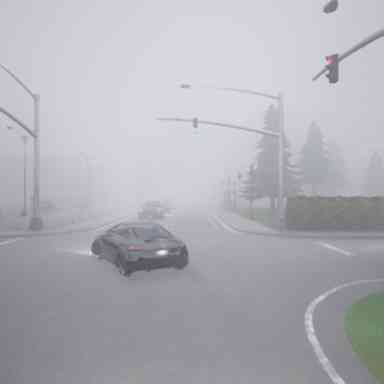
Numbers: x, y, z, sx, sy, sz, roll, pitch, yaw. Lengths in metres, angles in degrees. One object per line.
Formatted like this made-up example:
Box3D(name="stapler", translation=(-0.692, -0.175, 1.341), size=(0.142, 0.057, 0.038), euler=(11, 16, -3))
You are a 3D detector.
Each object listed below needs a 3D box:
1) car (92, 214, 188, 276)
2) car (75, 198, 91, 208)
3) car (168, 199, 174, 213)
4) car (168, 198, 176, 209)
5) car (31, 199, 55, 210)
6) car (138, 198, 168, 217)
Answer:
Box3D(name="car", translation=(-1.822, 1.647, 10.883), size=(1.994, 1.385, 4.181), euler=(1, -1, -30))
Box3D(name="car", translation=(-17.559, 1.779, 53.495), size=(1.845, 1.501, 3.633), euler=(0, 0, 0))
Box3D(name="car", translation=(-3.668, 1.872, 40.741), size=(1.994, 1.385, 4.181), euler=(0, 0, 0))
Box3D(name="car", translation=(-3.653, 1.737, 50.995), size=(2.097, 1.767, 4.553), euler=(0, 0, 0))
Box3D(name="car", translation=(-20.598, 1.734, 46.098), size=(1.970, 1.475, 3.806), euler=(0, 0, 0))
Box3D(name="car", translation=(-3.658, 1.586, 30.849), size=(2.097, 1.767, 4.553), euler=(0, 0, 0))
